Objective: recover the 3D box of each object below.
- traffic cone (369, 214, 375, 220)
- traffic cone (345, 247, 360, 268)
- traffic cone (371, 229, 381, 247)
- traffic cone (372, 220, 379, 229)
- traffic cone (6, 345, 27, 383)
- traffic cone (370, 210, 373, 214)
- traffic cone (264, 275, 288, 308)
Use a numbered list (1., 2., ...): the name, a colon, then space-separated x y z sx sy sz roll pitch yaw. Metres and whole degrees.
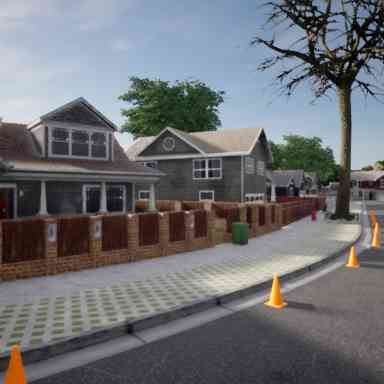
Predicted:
1. traffic cone: 12.317 1.953 22.470 0.340 0.580 0.340 0 0 27
2. traffic cone: 4.888 1.954 10.102 0.340 0.580 0.340 0 0 40
3. traffic cone: 7.677 1.954 13.900 0.340 0.580 0.340 0 0 33
4. traffic cone: 10.031 1.953 18.024 0.340 0.580 0.340 0 0 27
5. traffic cone: -1.904 1.955 3.592 0.340 0.580 0.340 0 0 -37
6. traffic cone: 14.603 1.953 26.917 0.340 0.580 0.340 0 0 27
7. traffic cone: 1.680 1.955 6.651 0.340 0.580 0.340 0 0 -44
